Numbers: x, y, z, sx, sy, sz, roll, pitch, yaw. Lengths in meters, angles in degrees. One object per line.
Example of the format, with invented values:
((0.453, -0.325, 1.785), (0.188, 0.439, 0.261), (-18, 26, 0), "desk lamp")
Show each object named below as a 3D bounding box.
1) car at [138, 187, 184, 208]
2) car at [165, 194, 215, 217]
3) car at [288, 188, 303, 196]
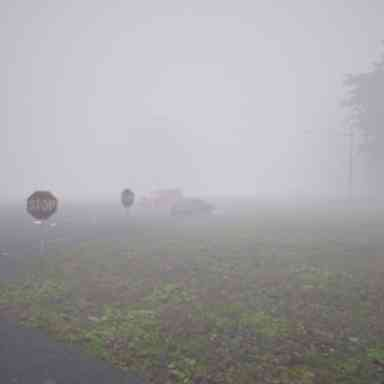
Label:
((-3.033, 0.583, 34.449), (2.150, 2.045, 5.566), (2, 4, 36), "car")
((0.117, 1.144, 26.844), (1.994, 1.385, 4.181), (2, 3, 36), "car")
((21.254, -0.003, 68.354), (2.128, 1.511, 4.902), (2, 2, 36), "car")
